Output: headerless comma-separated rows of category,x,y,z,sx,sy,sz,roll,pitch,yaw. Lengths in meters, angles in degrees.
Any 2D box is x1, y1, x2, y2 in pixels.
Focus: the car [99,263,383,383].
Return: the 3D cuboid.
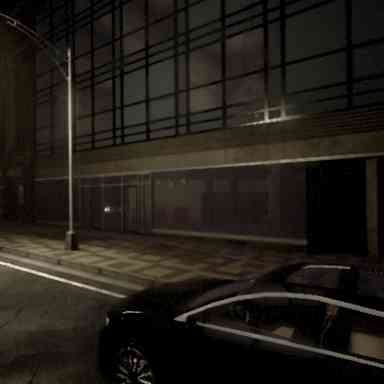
car,1.132,1.492,3.234,4.902,1.511,2.128,0,0,36
